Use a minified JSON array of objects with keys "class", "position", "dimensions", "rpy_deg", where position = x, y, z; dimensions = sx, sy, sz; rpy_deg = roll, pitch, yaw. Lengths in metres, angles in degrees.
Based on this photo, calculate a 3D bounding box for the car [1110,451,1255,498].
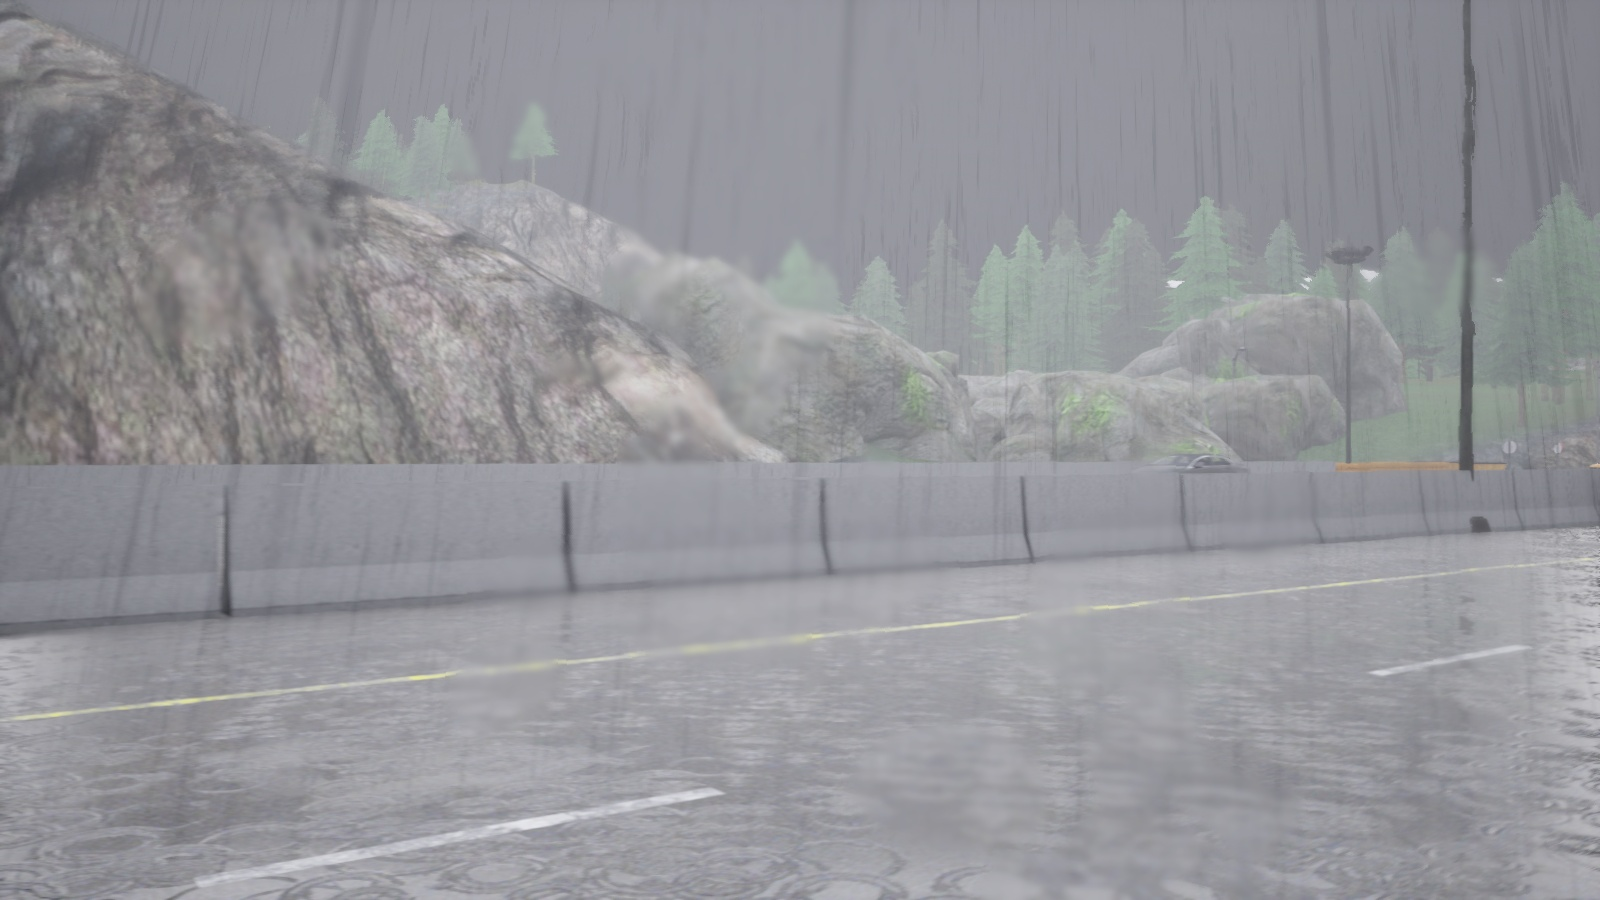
[{"class":"car","position":[12.988,0.778,42.588],"dimensions":[4.902,1.511,2.128],"rpy_deg":[0,0,-35]}]

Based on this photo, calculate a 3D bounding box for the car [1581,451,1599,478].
[{"class":"car","position":[47.353,0.798,71.543],"dimensions":[5.008,1.535,1.882],"rpy_deg":[0,0,-13]}]
